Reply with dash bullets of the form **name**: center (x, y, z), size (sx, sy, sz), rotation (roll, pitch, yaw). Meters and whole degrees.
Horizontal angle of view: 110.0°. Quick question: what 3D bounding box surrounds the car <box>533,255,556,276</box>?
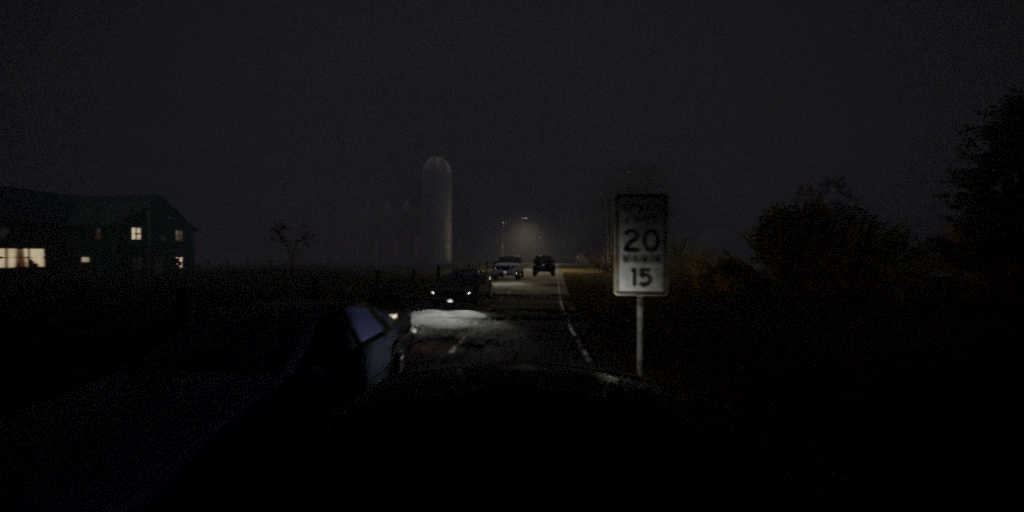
- **car**: center (3.325, 0.967, 37.090), size (2.150, 2.045, 5.566), rotation (0, 0, 7)

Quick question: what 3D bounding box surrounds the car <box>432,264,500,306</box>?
- **car**: center (-2.039, 1.278, 15.890), size (2.033, 1.411, 5.357), rotation (0, 0, 6)

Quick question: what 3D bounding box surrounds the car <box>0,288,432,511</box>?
- **car**: center (-2.710, 1.284, 4.347), size (2.033, 1.411, 5.357), rotation (0, 0, 2)

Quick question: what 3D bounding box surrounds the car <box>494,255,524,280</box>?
- **car**: center (-0.225, 0.952, 31.370), size (2.150, 2.045, 5.566), rotation (0, 0, 7)
